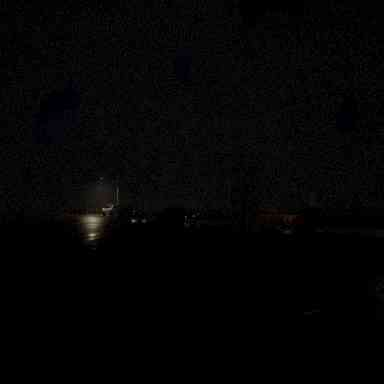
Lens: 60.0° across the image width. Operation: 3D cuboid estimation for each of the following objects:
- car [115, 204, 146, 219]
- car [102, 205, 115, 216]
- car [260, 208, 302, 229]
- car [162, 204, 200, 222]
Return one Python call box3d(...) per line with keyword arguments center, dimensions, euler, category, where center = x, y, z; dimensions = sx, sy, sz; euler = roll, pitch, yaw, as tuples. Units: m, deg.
box3d(center=(-8.882, 2.847, 49.021), dimensions=(2.150, 2.045, 5.566), euler=(1, -3, -35), category="car")
box3d(center=(-15.004, 3.443, 62.631), dimensions=(2.150, 2.045, 5.566), euler=(1, -3, -36), category="car")
box3d(center=(6.584, 2.115, 27.226), dimensions=(1.882, 1.535, 5.008), euler=(1, -3, -35), category="car")
box3d(center=(-1.409, 2.363, 38.458), dimensions=(2.150, 2.045, 5.566), euler=(1, -3, -35), category="car")
